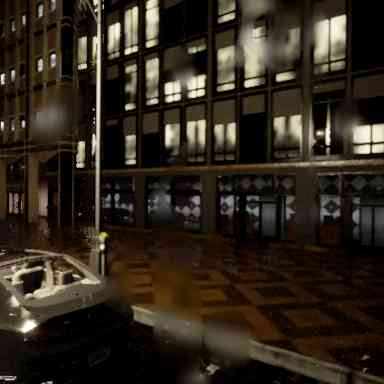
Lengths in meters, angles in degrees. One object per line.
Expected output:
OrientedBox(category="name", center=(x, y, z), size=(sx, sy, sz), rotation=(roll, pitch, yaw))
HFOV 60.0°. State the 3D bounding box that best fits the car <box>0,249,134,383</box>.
OrientedBox(category="car", center=(-2.785, 1.518, 4.856), size=(4.403, 1.369, 2.008), rotation=(0, 1, 36))
